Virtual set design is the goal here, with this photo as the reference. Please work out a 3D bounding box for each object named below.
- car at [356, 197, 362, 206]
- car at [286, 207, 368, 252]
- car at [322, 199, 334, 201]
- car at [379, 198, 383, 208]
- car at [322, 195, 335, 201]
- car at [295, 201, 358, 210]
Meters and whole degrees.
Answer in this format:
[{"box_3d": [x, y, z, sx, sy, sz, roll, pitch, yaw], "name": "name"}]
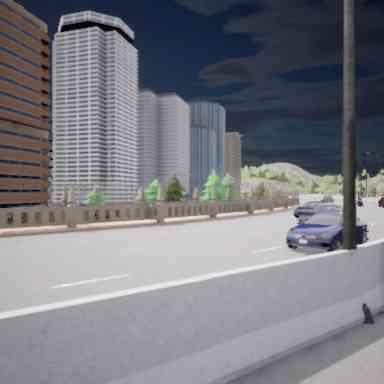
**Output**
[{"box_3d": [28.446, 1.601, 58.362, 1.812, 1.442, 4.674, 0, 0, 17], "name": "car"}, {"box_3d": [5.724, 1.549, 13.718, 4.674, 1.442, 1.812, 0, 0, -44], "name": "car"}, {"box_3d": [10.810, 1.602, 29.893, 2.033, 1.411, 5.357, 0, 0, 36], "name": "car"}, {"box_3d": [29.103, 1.530, 49.337, 1.882, 1.535, 5.008, 0, 0, 21], "name": "car"}, {"box_3d": [27.287, 1.426, 66.763, 2.097, 1.767, 4.553, 0, 0, 16], "name": "car"}, {"box_3d": [8.951, 1.585, 22.023, 2.033, 1.411, 5.357, 0, 0, 42], "name": "car"}]
